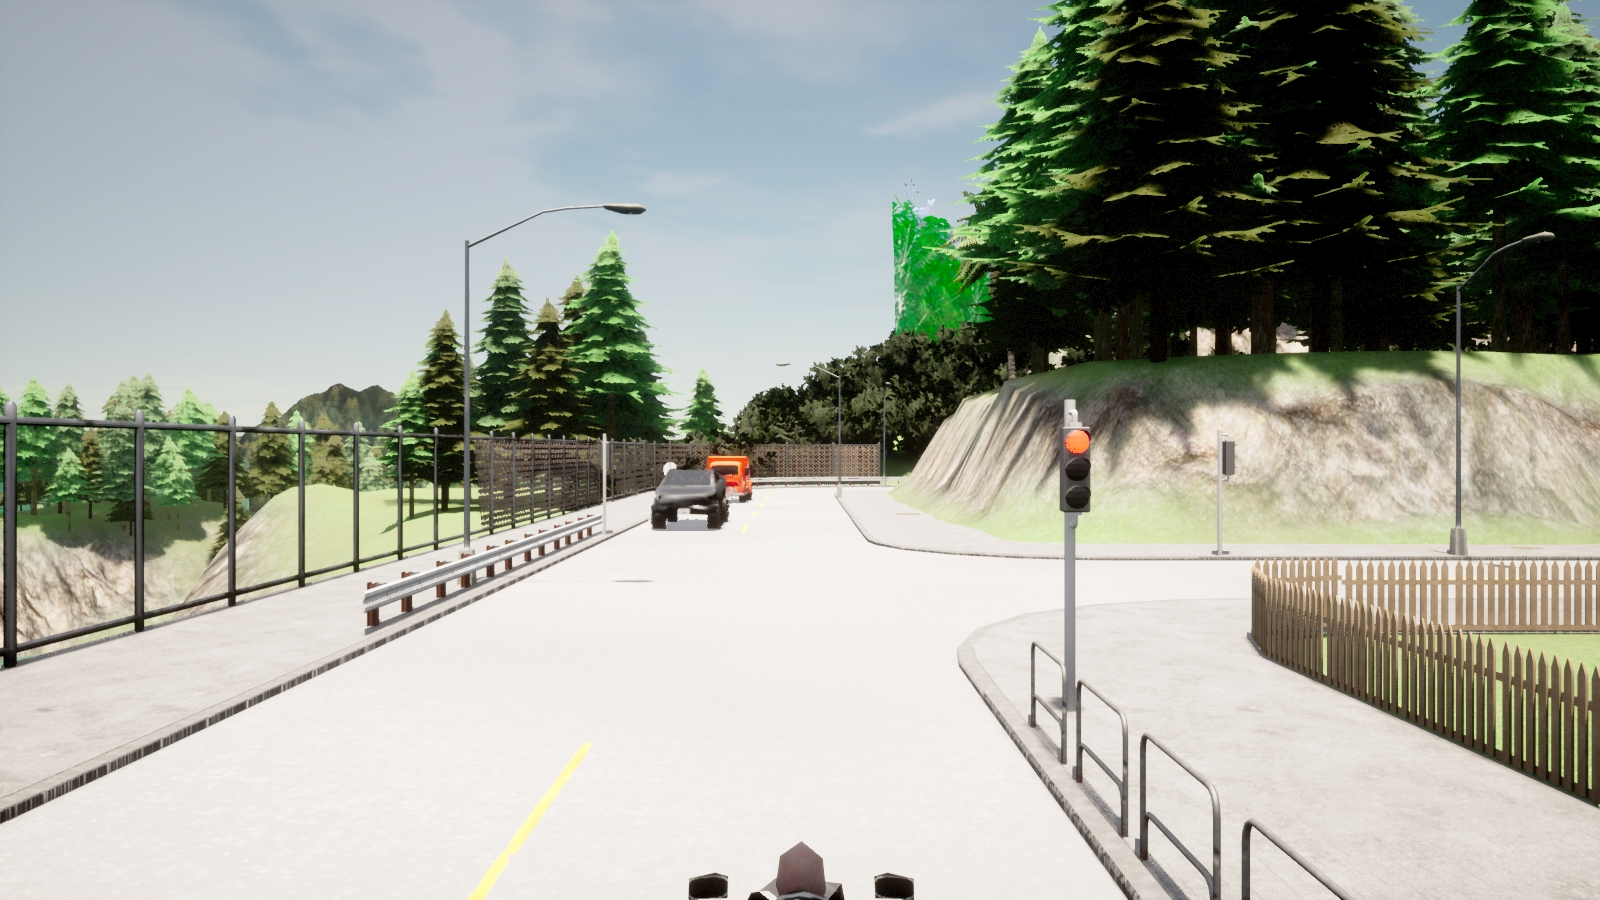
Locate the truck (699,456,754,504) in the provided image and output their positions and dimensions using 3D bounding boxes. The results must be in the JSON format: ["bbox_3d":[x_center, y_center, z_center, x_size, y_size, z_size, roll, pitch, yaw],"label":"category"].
[{"bbox_3d":[-3.942,1.566,62.241,2.627,2.467,5.204,0,0,0],"label":"truck"}]

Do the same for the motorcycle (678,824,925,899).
[{"bbox_3d":[0.004,2.205,3.723,0.867,1.251,2.209,0,0,0],"label":"motorcycle"}]

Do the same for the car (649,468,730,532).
[{"bbox_3d":[-3.956,1.753,42.083,2.390,2.098,6.274,0,0,0],"label":"car"}]
